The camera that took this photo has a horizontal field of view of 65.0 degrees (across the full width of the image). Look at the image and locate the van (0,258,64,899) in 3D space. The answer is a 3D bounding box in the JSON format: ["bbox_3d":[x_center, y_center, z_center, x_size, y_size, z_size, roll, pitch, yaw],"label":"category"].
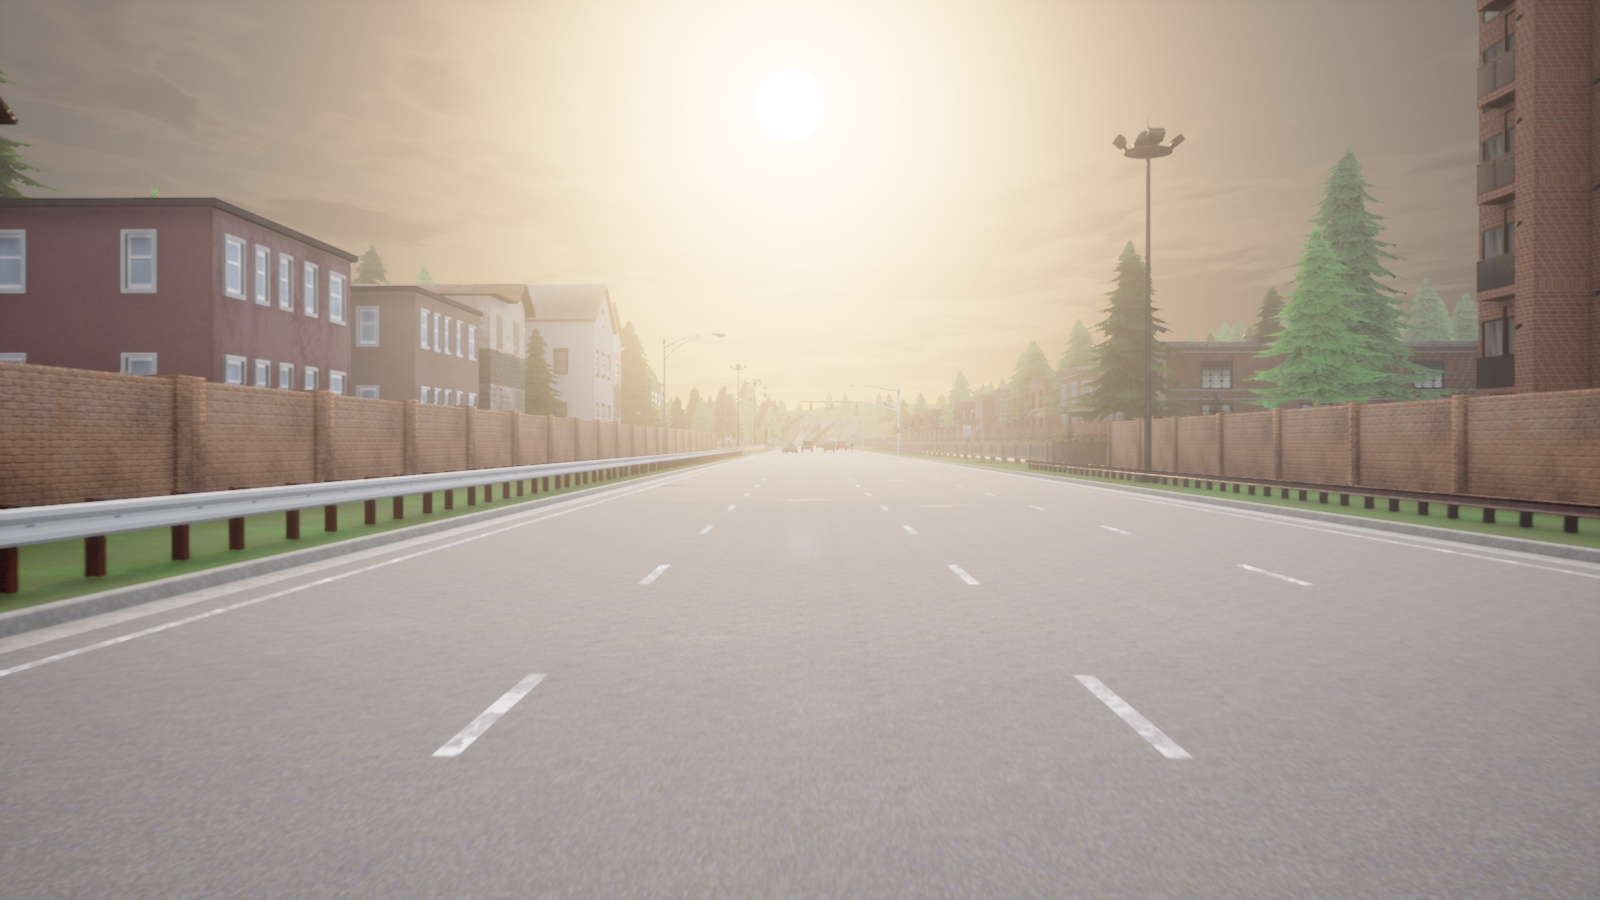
[{"bbox_3d":[-3.474,0.459,1.895,2.069,2.038,4.480,0,1,0],"label":"van"}]
